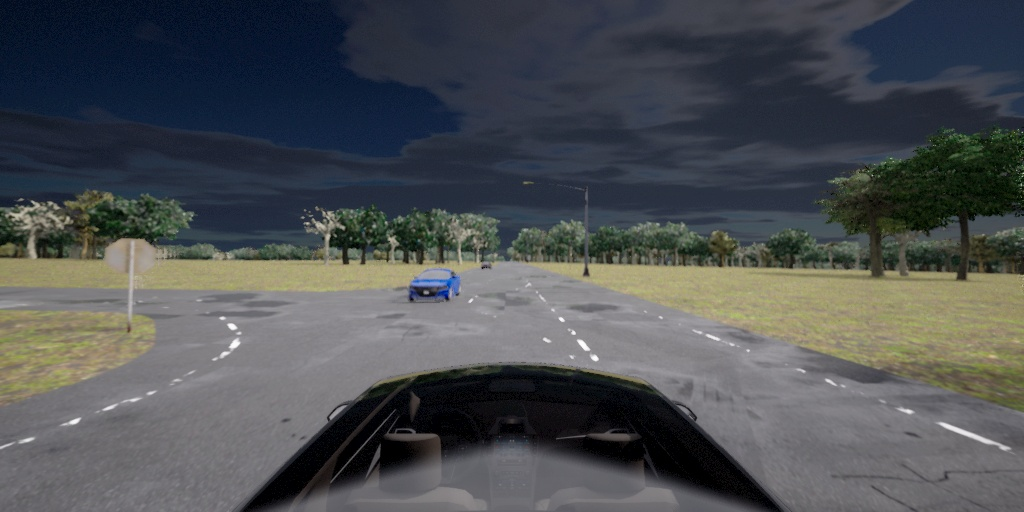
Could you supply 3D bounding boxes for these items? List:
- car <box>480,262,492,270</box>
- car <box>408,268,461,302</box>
[{"bbox_3d":[-4.501,1.720,62.640,2.033,1.411,5.357,0,0,-1],"label":"car"},{"bbox_3d":[-3.692,1.361,17.863,1.882,1.535,5.008,0,-1,-1],"label":"car"}]
